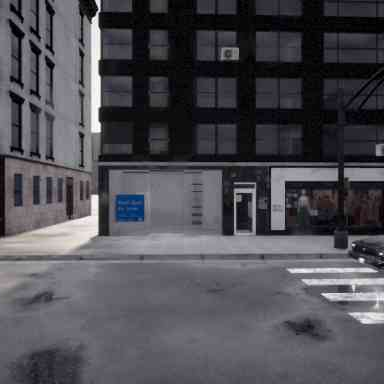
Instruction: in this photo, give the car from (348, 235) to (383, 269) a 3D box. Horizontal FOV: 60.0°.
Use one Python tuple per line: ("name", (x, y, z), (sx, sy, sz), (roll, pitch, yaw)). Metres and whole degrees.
("car", (7.496, 1.557, 9.575), (5.357, 1.411, 2.033), (0, 0, -2))
